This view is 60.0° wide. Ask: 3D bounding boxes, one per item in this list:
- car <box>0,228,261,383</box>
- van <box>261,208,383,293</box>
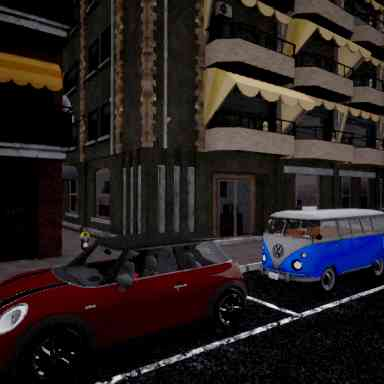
[{"bbox_3d":[-1.108,1.440,5.304,4.097,1.590,1.967,0,0,-36],"label":"car"},{"bbox_3d":[3.524,1.343,8.609,3.998,1.788,1.690,0,0,-36],"label":"van"}]
